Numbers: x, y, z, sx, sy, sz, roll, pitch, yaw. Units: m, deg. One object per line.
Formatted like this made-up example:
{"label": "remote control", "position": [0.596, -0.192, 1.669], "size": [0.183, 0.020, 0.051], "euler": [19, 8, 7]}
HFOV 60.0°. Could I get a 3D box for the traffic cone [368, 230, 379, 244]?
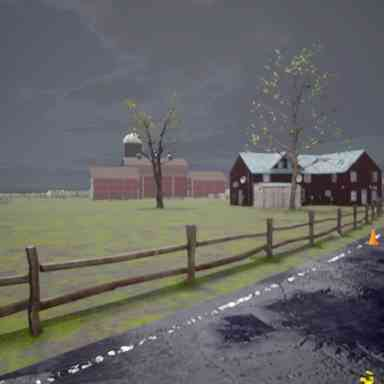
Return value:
{"label": "traffic cone", "position": [7.623, 1.880, 13.981], "size": [0.340, 0.580, 0.340], "euler": [0, 0, 39]}
